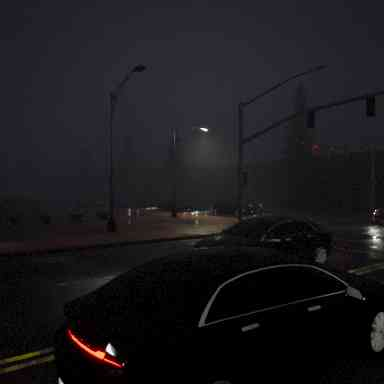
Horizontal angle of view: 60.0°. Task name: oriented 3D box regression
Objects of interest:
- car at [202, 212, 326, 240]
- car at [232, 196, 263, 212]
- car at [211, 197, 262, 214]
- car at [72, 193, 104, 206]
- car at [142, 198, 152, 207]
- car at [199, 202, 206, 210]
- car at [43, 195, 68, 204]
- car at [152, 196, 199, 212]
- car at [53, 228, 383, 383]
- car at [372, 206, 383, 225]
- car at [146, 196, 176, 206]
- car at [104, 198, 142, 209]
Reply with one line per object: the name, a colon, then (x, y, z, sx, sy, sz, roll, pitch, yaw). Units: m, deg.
car: (2.189, 1.505, 9.862, 4.892, 1.490, 1.837, 0, 0, -36)
car: (5.231, 1.352, 34.765, 2.097, 1.767, 4.553, 0, 0, -37)
car: (3.793, 1.505, 30.861, 1.837, 1.490, 4.892, 0, 0, -36)
car: (-16.722, 1.221, 54.019, 5.566, 2.045, 2.150, 0, 0, 20)
car: (-7.715, 1.564, 48.734, 4.181, 1.385, 1.994, 0, 0, 35)
car: (-0.363, 1.505, 41.912, 1.837, 1.490, 4.892, 0, 0, -41)
car: (-26.230, 1.352, 63.806, 4.553, 1.767, 2.097, 0, 0, 9)
car: (-2.015, 1.547, 38.683, 2.033, 1.411, 5.357, 0, 0, -39)
car: (0.823, 1.505, 4.384, 4.892, 1.490, 1.837, 0, 0, -35)
car: (14.332, 1.351, 22.848, 4.553, 1.767, 2.097, 0, 0, -36)
car: (-5.224, 1.477, 55.797, 5.008, 1.535, 1.882, 0, 0, 35)
car: (-9.483, 1.525, 45.757, 4.674, 1.442, 1.812, 0, 0, 36)
